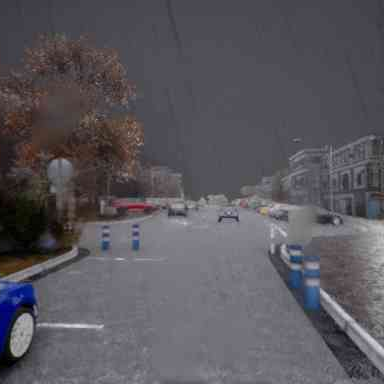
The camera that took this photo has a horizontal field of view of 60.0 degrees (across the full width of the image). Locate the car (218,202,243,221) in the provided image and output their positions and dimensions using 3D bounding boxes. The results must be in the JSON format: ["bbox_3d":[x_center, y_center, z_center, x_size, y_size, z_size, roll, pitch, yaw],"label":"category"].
[{"bbox_3d":[3.412,1.959,31.438,2.033,1.411,5.357,0,-1,5],"label":"car"}]

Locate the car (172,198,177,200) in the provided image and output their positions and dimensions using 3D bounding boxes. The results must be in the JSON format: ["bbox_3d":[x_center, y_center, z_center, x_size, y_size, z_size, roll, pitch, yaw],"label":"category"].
[{"bbox_3d":[-5.840,2.328,59.354,4.892,1.521,2.231,0,-1,-15],"label":"car"}]

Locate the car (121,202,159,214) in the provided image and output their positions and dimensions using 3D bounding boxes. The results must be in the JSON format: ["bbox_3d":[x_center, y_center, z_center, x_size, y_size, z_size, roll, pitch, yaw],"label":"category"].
[{"bbox_3d":[-7.051,2.103,44.671,4.792,1.488,2.163,0,-1,-15],"label":"car"}]

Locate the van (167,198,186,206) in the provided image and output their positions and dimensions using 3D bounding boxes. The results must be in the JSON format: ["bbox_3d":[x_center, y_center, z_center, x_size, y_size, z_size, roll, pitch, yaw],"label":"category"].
[{"bbox_3d":[-3.855,2.570,82.870,4.442,1.987,1.878,0,-2,-15],"label":"van"}]

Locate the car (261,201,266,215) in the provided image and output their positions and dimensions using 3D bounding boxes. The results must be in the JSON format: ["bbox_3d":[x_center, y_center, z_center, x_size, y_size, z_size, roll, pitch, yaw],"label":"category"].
[{"bbox_3d":[10.033,2.017,34.502,4.674,1.452,2.002,1,-1,-15],"label":"car"}]

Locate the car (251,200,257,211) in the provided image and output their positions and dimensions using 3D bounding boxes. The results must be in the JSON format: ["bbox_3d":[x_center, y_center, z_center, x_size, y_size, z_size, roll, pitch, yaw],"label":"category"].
[{"bbox_3d":[10.744,2.126,43.272,4.892,1.521,2.231,1,-1,-15],"label":"car"}]

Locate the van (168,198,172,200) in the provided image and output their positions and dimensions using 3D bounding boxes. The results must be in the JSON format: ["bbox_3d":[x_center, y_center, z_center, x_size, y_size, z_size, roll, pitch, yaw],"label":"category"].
[{"bbox_3d":[-6.193,2.050,56.388,4.442,1.987,1.878,0,-1,-15],"label":"van"}]

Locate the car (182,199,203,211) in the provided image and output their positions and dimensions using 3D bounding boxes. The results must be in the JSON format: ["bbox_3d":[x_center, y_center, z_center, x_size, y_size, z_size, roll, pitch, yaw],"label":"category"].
[{"bbox_3d":[0.091,2.268,54.143,2.128,1.511,4.902,0,-1,5],"label":"car"}]

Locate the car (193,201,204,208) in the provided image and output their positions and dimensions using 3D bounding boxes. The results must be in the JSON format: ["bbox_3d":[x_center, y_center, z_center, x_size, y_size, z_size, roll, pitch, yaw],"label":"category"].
[{"bbox_3d":[1.347,2.501,69.032,1.994,1.385,4.181,0,-1,5],"label":"car"}]

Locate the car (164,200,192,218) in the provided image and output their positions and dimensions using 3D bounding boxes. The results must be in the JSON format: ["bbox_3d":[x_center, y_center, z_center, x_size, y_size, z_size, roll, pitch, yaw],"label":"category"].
[{"bbox_3d":[-1.419,1.940,35.724,1.882,1.535,5.008,0,-1,5],"label":"car"}]

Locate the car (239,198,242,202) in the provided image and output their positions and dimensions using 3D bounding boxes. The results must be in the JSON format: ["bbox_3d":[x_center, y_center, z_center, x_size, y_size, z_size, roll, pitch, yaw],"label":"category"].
[{"bbox_3d":[12.582,2.415,66.665,4.553,1.767,2.185,1,-1,-15],"label":"car"}]

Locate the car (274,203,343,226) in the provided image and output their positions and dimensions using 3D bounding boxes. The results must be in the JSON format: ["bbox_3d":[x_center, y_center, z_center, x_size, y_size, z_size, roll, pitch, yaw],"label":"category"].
[{"bbox_3d":[9.325,1.830,25.736,4.892,1.521,2.231,1,-1,-15],"label":"car"}]

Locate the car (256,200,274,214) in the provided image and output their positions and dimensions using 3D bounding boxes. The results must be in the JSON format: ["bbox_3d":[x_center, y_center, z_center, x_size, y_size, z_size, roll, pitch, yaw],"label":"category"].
[{"bbox_3d":[10.442,2.027,37.483,5.366,1.575,1.946,1,-1,-15],"label":"car"}]

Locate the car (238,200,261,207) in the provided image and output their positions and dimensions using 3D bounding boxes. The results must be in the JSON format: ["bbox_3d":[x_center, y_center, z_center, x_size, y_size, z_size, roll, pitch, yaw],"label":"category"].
[{"bbox_3d":[13.540,2.782,78.362,4.892,1.521,2.231,1,-1,-15],"label":"car"}]

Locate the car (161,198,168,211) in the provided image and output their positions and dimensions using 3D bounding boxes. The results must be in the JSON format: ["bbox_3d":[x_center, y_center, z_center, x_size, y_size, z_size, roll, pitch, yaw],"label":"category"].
[{"bbox_3d":[-6.526,2.047,50.562,4.553,1.767,2.185,0,-1,-15],"label":"car"}]

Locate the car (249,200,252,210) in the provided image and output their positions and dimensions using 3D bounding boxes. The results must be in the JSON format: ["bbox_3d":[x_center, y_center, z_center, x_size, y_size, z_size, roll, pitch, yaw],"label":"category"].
[{"bbox_3d":[10.940,2.204,46.190,4.792,1.488,2.163,1,-1,-15],"label":"car"}]

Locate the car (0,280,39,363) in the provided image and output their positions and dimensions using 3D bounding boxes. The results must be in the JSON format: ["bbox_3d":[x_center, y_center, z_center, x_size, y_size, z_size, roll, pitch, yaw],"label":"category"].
[{"bbox_3d":[-3.297,1.493,2.935,2.097,1.535,5.008,0,0,3],"label":"car"}]

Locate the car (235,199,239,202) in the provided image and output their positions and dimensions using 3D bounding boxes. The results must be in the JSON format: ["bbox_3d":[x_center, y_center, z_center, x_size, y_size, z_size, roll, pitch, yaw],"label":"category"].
[{"bbox_3d":[13.110,2.408,72.530,5.566,2.045,2.435,1,-1,-15],"label":"car"}]

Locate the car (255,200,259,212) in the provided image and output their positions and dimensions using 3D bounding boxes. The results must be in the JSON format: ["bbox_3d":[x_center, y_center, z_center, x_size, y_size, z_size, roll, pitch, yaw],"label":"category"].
[{"bbox_3d":[10.502,2.116,40.351,4.674,1.452,2.002,1,-1,-15],"label":"car"}]

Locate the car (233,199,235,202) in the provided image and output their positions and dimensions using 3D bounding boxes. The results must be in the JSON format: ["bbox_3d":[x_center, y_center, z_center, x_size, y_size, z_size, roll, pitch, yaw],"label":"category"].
[{"bbox_3d":[14.664,3.037,90.100,5.366,1.575,1.946,1,-2,-15],"label":"car"}]

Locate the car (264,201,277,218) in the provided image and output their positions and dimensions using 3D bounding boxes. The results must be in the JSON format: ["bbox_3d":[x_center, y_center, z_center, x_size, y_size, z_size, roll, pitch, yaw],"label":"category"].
[{"bbox_3d":[9.804,1.929,31.579,4.892,1.521,2.231,1,-1,-15],"label":"car"}]

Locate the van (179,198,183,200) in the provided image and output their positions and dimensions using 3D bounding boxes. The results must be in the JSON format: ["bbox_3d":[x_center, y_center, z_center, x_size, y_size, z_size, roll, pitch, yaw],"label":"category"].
[{"bbox_3d":[-4.797,2.325,71.134,4.442,1.987,1.878,0,-2,-15],"label":"van"}]

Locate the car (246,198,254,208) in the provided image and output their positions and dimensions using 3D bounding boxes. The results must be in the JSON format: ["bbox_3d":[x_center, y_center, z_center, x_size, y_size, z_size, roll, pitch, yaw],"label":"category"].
[{"bbox_3d":[11.471,2.150,52.056,4.553,1.767,2.185,1,-1,-15],"label":"car"}]

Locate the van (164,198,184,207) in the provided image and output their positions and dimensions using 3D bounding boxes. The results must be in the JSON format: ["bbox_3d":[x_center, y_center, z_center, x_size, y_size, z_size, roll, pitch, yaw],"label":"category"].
[{"bbox_3d":[-4.313,2.507,79.864,4.442,1.987,1.878,0,-1,-15],"label":"van"}]

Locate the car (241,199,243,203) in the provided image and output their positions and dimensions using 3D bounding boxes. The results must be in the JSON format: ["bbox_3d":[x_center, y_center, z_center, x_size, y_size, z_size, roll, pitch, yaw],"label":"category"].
[{"bbox_3d":[12.135,2.431,60.821,5.008,1.535,2.097,1,-1,-15],"label":"car"}]

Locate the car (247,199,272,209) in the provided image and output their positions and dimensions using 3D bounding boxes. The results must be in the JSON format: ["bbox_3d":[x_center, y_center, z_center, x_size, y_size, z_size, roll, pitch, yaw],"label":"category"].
[{"bbox_3d":[11.210,2.226,49.125,4.892,1.521,2.231,1,-1,-15],"label":"car"}]

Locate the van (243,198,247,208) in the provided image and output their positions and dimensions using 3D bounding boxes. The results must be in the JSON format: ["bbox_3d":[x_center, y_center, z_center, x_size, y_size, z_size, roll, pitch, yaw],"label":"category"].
[{"bbox_3d":[11.800,2.149,57.865,4.442,1.987,1.878,1,-1,-15],"label":"van"}]

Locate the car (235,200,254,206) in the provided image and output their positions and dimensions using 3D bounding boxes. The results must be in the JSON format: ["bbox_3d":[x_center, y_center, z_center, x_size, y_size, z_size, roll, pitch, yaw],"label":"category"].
[{"bbox_3d":[14.744,3.131,92.984,4.792,1.488,2.163,1,-1,-15],"label":"car"}]

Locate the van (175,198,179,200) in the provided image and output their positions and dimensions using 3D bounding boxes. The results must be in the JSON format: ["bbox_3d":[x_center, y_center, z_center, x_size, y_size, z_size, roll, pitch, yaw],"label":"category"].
[{"bbox_3d":[-5.490,2.211,65.195,4.442,1.987,1.878,0,-1,-15],"label":"van"}]

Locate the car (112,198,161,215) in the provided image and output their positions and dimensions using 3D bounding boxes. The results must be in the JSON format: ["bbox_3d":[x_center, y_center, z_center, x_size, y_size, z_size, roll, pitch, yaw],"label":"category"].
[{"bbox_3d":[-7.235,1.772,41.765,5.566,2.045,2.435,0,-1,-15],"label":"car"}]
